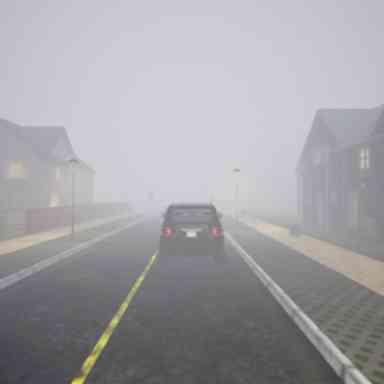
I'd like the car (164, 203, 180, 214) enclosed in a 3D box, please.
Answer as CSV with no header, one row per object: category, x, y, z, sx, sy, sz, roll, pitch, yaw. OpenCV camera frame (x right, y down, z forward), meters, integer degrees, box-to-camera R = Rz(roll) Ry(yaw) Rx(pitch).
car,-2.794,2.242,46.570,1.994,1.385,4.181,0,-1,0

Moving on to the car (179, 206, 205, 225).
car,0.004,1.936,28.345,1.994,1.385,4.181,0,-1,0

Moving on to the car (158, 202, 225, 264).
car,0.002,1.372,12.558,2.150,2.045,5.566,0,0,0
